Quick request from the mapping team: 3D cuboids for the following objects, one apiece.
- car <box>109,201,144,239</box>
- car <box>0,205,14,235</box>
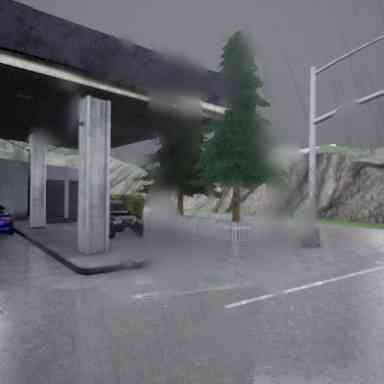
[{"bbox_3d":[-4.293,1.441,18.426,1.905,1.878,3.866,1,0,-36],"label":"car"},{"bbox_3d":[-11.423,1.523,18.642,2.242,1.667,4.611,1,0,-36],"label":"car"}]
